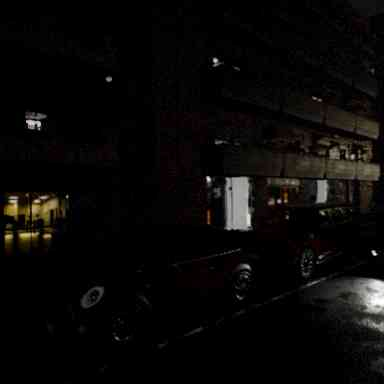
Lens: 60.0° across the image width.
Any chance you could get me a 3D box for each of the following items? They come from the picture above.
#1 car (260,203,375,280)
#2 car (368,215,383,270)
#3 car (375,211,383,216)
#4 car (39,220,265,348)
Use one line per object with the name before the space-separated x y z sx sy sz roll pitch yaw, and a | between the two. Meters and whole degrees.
car | 3.441 1.298 10.221 5.009 1.841 2.192 -1 0 -43
car | 7.087 1.456 9.935 5.357 1.411 2.033 -1 0 -43
car | 7.575 1.499 14.057 4.206 1.307 1.802 -1 0 -43
car | -0.687 1.490 6.386 4.097 1.590 1.967 -1 0 -43
